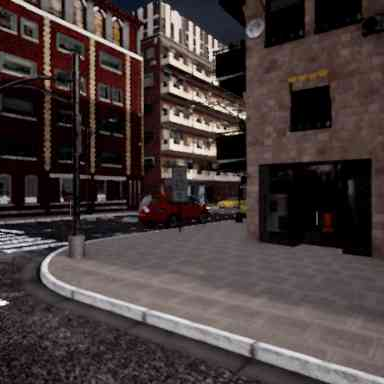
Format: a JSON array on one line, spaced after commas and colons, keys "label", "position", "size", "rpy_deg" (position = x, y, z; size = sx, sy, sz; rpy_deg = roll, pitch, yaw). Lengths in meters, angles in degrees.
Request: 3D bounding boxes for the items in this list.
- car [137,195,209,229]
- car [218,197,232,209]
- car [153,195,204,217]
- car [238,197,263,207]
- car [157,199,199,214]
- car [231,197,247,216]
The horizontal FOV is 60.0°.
[{"label": "car", "position": [-1.015, 1.074, 19.640], "size": [2.192, 1.841, 5.009], "rpy_deg": [0, 0, 36]}, {"label": "car", "position": [4.993, 1.336, 42.428], "size": [1.752, 1.417, 4.829], "rpy_deg": [0, 0, 36]}, {"label": "car", "position": [-1.126, 1.138, 29.260], "size": [2.097, 1.767, 4.553], "rpy_deg": [0, 0, 36]}, {"label": "car", "position": [8.323, 1.392, 47.077], "size": [1.802, 1.307, 4.206], "rpy_deg": [0, 0, 36]}, {"label": "car", "position": [-1.368, 1.376, 33.542], "size": [1.947, 1.339, 4.313], "rpy_deg": [0, 0, 36]}, {"label": "car", "position": [5.545, 1.284, 28.801], "size": [1.752, 1.417, 4.829], "rpy_deg": [0, 0, 36]}]
